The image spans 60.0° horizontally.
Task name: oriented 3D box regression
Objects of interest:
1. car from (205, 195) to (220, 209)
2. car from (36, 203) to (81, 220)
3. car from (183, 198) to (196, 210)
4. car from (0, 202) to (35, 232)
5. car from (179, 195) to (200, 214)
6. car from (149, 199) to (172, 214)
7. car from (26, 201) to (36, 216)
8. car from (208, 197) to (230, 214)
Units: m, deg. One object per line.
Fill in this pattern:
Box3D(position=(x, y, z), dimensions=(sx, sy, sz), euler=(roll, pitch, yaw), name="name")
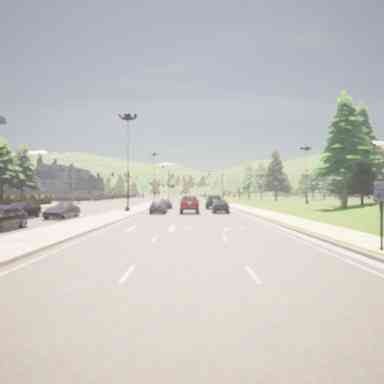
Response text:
Box3D(position=(3.149, 1.443, 48.650), dimensions=(2.150, 2.045, 5.566), euler=(0, 0, 0), name="car")
Box3D(position=(-11.741, 1.693, 30.383), dimensions=(2.033, 1.411, 5.357), euler=(0, 0, 0), name="car")
Box3D(position=(-0.352, 1.729, 48.783), dimensions=(1.837, 1.490, 4.892), euler=(0, 0, 0), name="car")
Box3D(position=(-11.721, 1.603, 20.088), dimensions=(1.837, 1.490, 4.892), euler=(0, 0, 0), name="car")
Box3D(position=(-0.269, 1.393, 37.620), dimensions=(2.150, 2.045, 5.566), euler=(0, 0, 0), name="car")
Box3D(position=(-3.768, 1.721, 37.526), dimensions=(2.033, 1.411, 5.357), euler=(0, 0, 0), name="car")
Box3D(position=(-15.234, 1.622, 29.714), dimensions=(1.882, 1.535, 5.008), euler=(0, 0, 0), name="car")
Box3D(position=(3.228, 1.676, 38.015), dimensions=(1.837, 1.490, 4.892), euler=(0, 0, 0), name="car")
